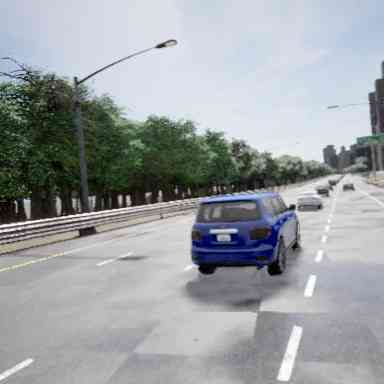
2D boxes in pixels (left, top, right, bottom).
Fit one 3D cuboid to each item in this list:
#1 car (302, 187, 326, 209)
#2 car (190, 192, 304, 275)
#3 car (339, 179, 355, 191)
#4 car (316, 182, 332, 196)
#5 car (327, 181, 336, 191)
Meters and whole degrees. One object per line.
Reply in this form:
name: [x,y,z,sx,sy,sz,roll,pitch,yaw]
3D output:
car: [9.869,0.609,27.895,1.812,1.442,4.674,-5,0,24]
car: [1.827,1.039,10.005,2.150,2.045,5.566,-5,0,24]
car: [27.226,-1.020,57.957,2.128,1.511,4.902,-5,0,24]
car: [18.012,-0.166,46.160,1.837,1.490,4.892,-5,0,24]
car: [26.418,-0.922,64.898,1.994,1.385,4.181,-5,0,24]
